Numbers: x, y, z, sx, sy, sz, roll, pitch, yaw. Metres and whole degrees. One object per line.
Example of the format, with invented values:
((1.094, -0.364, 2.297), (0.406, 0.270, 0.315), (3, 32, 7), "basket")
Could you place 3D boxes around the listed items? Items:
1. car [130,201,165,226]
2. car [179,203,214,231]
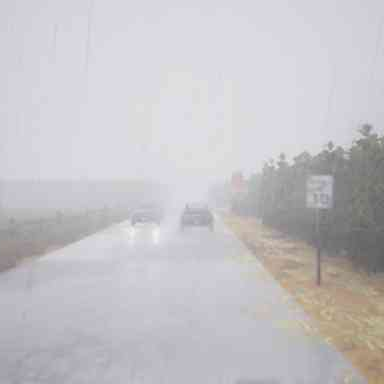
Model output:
((-2.895, 1.391, 22.582), (1.837, 1.490, 4.892), (0, 0, 1), "car")
((0.283, 1.404, 19.807), (2.128, 1.511, 4.902), (0, 0, 1), "car")
